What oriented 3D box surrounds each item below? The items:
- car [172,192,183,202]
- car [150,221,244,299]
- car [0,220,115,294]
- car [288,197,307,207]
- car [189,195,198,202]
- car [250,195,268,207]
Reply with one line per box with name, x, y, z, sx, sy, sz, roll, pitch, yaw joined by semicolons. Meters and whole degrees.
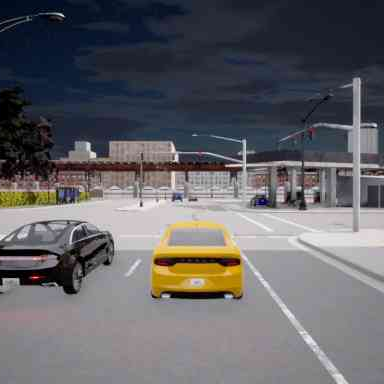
car;-3.243;1.122;74.060;2.150;2.045;5.566;0;0;0
car;0.111;1.468;8.481;1.882;1.535;5.008;0;0;0
car;-3.387;1.474;8.702;2.128;1.511;4.902;0;0;0
car;15.627;1.426;49.483;1.970;1.475;3.806;0;0;1
car;0.254;1.446;73.449;1.994;1.385;4.181;0;0;0
car;9.880;1.254;48.740;2.242;1.667;4.611;0;0;1
